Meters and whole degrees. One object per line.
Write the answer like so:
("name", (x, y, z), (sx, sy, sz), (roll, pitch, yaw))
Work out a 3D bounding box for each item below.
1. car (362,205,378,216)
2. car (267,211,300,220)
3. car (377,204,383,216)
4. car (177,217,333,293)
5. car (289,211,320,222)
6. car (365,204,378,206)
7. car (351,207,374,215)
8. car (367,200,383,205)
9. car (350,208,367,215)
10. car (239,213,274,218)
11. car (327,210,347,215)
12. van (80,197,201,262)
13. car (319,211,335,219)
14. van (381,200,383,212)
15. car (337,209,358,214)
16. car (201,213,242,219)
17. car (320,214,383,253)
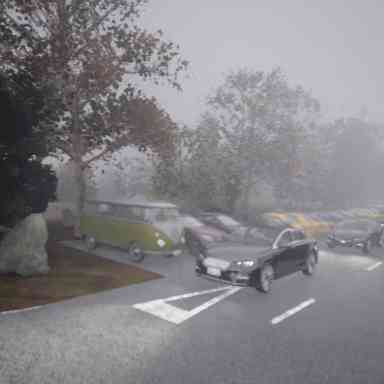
("car", (19.370, 2.558, 37.527), (5.366, 1.575, 1.946), (2, 1, 40))
("car", (3.117, 1.901, 18.572), (4.792, 1.488, 2.163), (2, -1, 40))
("car", (17.716, 2.315, 28.154), (2.150, 2.045, 5.566), (2, 0, 40))
("car", (2.087, 1.697, 9.618), (2.128, 1.511, 4.902), (2, -1, 40))
("car", (4.795, 1.979, 20.808), (5.366, 1.575, 1.946), (2, -1, 40))
("car", (21.023, 2.586, 39.782), (5.008, 1.535, 2.097), (2, 1, 40))
("car", (13.926, 2.413, 31.348), (4.892, 1.521, 2.231), (2, 0, 40))
("car", (22.812, 2.357, 41.925), (5.566, 2.045, 2.435), (2, 1, 40))
("car", (12.045, 2.343, 29.118), (5.008, 1.535, 2.097), (2, 0, 40))
("car", (1.263, 1.782, 16.330), (4.674, 1.452, 2.002), (2, -1, 40))
("car", (8.467, 2.216, 24.836), (4.792, 1.488, 2.163), (2, 0, 40))
("van", (-2.135, 1.265, 12.079), (4.442, 1.987, 1.878), (3, 0, 40))
("car", (6.595, 2.085, 22.945), (5.366, 1.575, 1.946), (2, -1, 40))
("van", (33.786, 2.388, 54.703), (4.442, 1.987, 1.878), (2, 2, 40))
("car", (10.248, 2.269, 26.986), (5.008, 1.535, 2.097), (2, 0, 40))
("car", (-0.528, 1.651, 14.201), (4.674, 1.452, 2.002), (2, -1, 40))
("car", (8.594, 2.166, 17.365), (1.837, 1.490, 4.892), (2, -1, 40))
